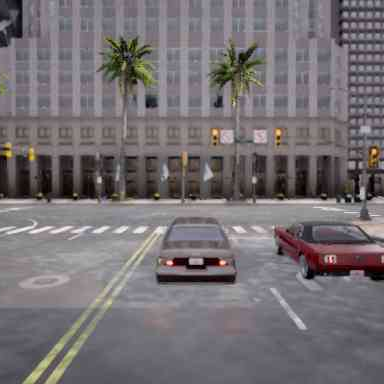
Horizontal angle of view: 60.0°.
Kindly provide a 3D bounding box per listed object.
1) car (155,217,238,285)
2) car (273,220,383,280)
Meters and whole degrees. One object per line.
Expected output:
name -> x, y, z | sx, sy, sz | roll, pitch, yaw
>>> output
car -> 0.100, 1.397, 9.156 | 2.033, 1.411, 5.357 | 0, 1, 0
car -> 3.646, 1.446, 9.423 | 1.895, 1.301, 4.718 | 0, 1, 2
